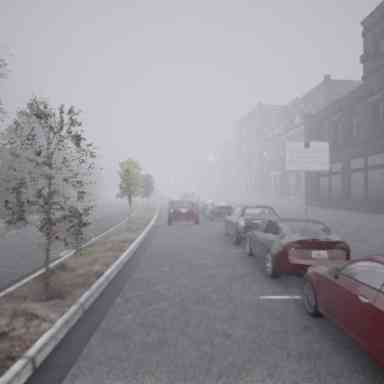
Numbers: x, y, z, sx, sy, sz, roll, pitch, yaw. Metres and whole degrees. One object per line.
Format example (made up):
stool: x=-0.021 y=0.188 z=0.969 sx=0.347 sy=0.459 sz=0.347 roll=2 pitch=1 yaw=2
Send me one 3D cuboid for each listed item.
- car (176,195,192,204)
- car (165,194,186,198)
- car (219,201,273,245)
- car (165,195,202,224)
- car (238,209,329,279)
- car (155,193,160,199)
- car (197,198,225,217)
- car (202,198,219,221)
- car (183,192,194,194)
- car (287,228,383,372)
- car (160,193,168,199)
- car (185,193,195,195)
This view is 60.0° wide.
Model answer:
car: x=-1.439 y=1.295 z=59.900 sx=2.231 sy=1.521 sz=4.892 roll=0 pitch=0 yaw=-9
car: x=-2.057 y=1.381 z=41.415 sx=1.882 sy=1.535 sz=5.008 roll=0 pitch=0 yaw=-6
car: x=2.749 y=1.332 z=15.570 sx=2.185 sy=1.767 sz=4.553 roll=0 pitch=0 yaw=-2
car: x=-0.686 y=1.307 z=24.194 sx=2.097 sy=1.767 sz=4.553 roll=0 pitch=0 yaw=-3
car: x=2.932 y=1.497 z=10.073 sx=2.163 sy=1.488 sz=4.792 roll=0 pitch=0 yaw=-1
car: x=-7.641 y=1.084 z=88.612 sx=2.163 sy=1.488 sz=4.792 roll=0 pitch=0 yaw=-14
car: x=1.772 y=1.419 z=32.249 sx=2.097 sy=1.535 sz=5.008 roll=0 pitch=0 yaw=-4
car: x=2.169 y=1.435 z=26.701 sx=2.231 sy=1.521 sz=4.892 roll=0 pitch=0 yaw=-3
car: x=-0.615 y=1.078 z=54.412 sx=2.435 sy=2.045 sz=5.566 roll=0 pitch=0 yaw=-8
car: x=3.023 y=1.515 z=4.471 sx=2.002 sy=1.452 sz=4.674 roll=0 pitch=0 yaw=-1
car: x=-5.901 y=1.112 z=81.789 sx=1.946 sy=1.575 sz=5.366 roll=0 pitch=0 yaw=-13
car: x=0.113 y=1.355 z=49.053 sx=1.946 sy=1.575 sz=5.366 roll=0 pitch=0 yaw=-7
